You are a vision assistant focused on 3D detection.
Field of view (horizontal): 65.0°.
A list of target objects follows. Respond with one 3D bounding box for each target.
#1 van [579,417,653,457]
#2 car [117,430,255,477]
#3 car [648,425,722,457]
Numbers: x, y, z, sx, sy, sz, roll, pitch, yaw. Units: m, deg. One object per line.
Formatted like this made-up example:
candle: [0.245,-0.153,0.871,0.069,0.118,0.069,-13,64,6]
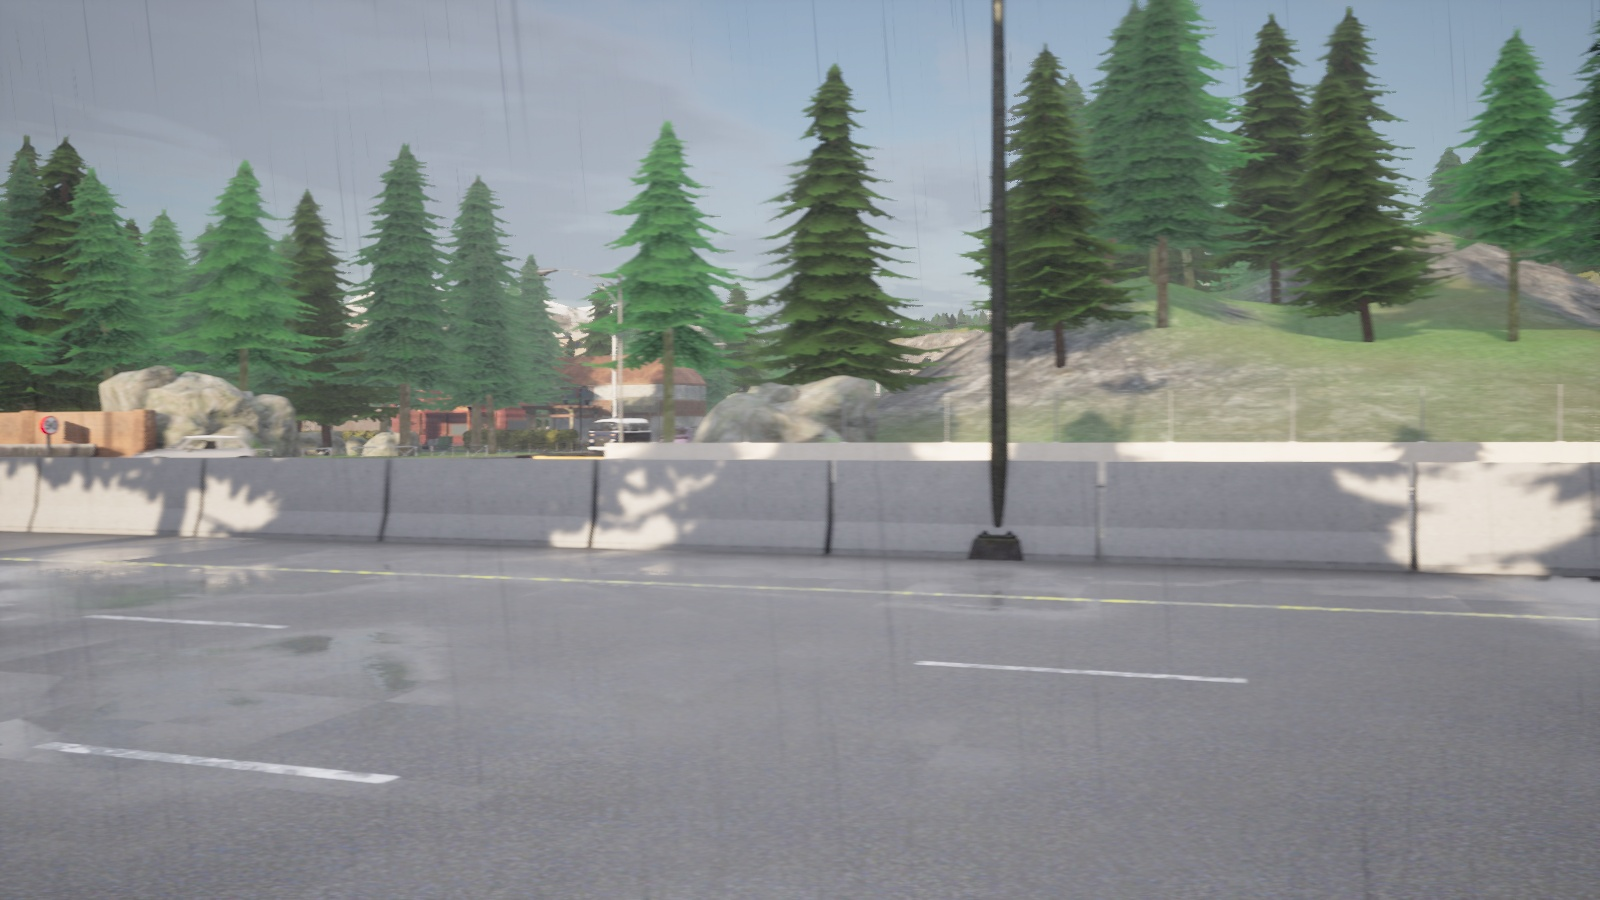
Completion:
van: [-9.643,-0.716,66.182,2.069,2.038,4.480,0,1,19]
car: [-20.336,0.077,41.609,3.806,1.475,1.970,0,1,-36]
car: [-5.983,-0.497,66.058,2.033,1.649,4.856,0,1,19]
